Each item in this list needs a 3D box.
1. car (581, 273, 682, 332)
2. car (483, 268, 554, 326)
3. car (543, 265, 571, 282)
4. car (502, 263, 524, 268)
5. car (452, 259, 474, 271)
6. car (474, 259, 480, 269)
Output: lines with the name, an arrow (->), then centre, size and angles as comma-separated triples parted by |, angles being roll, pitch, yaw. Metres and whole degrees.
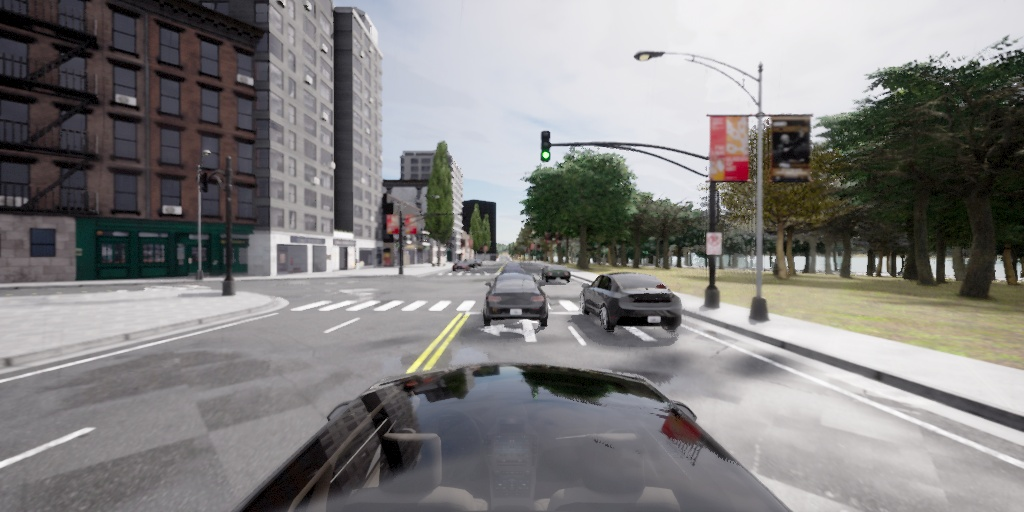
car -> 3.349, 1.248, 10.869 | 1.837, 1.490, 4.892 | 0, 0, 0
car -> 0.102, 1.269, 11.504 | 1.812, 1.442, 4.674 | 0, 0, 0
car -> 3.348, 1.331, 28.143 | 1.895, 1.301, 4.718 | 0, 0, 0
car -> 0.100, 1.291, 31.647 | 1.994, 1.385, 4.181 | 0, 0, 0
car -> -6.584, 1.278, 46.760 | 1.994, 1.385, 4.181 | 0, 0, 0
car -> -6.524, 1.188, 55.882 | 1.882, 1.535, 5.008 | 0, 0, 1
